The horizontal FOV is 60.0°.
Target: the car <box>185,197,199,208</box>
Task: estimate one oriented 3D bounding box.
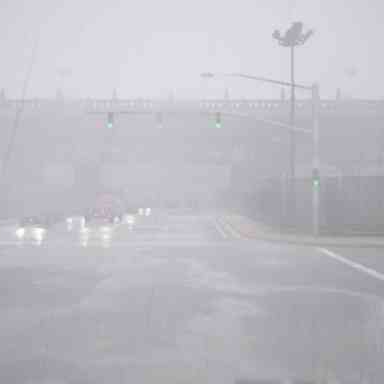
[{"bbox_3d":[0.000,1.708,52.975,1.882,1.535,5.008,0,0,0],"label":"car"}]

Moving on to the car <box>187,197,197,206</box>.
[{"bbox_3d":[-0.001,1.774,63.331,1.837,1.490,4.892,0,0,0],"label":"car"}]

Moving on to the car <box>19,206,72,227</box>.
[{"bbox_3d":[-10.590,1.676,23.900,1.994,1.385,4.181,0,0,0],"label":"car"}]

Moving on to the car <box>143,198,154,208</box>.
[{"bbox_3d":[-7.039,1.711,51.480,2.128,1.511,4.902,0,0,0],"label":"car"}]

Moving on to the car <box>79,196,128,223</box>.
[{"bbox_3d":[-7.093,1.349,27.291,2.150,2.045,5.566,0,0,0],"label":"car"}]

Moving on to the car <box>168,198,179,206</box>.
[{"bbox_3d":[-3.501,1.868,63.361,1.895,1.301,4.718,0,0,0],"label":"car"}]

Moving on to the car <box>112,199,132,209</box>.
[{"bbox_3d":[-10.534,1.777,50.368,1.994,1.385,4.181,0,0,1],"label":"car"}]

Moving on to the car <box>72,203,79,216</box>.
[{"bbox_3d":[-10.590,1.709,32.572,1.994,1.385,4.181,0,0,0],"label":"car"}]

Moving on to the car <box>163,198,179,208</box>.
[{"bbox_3d":[-3.500,1.793,53.338,1.994,1.385,4.181,0,0,0],"label":"car"}]

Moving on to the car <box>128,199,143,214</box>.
[{"bbox_3d":[-7.075,1.766,37.098,1.895,1.301,4.718,0,0,0],"label":"car"}]
